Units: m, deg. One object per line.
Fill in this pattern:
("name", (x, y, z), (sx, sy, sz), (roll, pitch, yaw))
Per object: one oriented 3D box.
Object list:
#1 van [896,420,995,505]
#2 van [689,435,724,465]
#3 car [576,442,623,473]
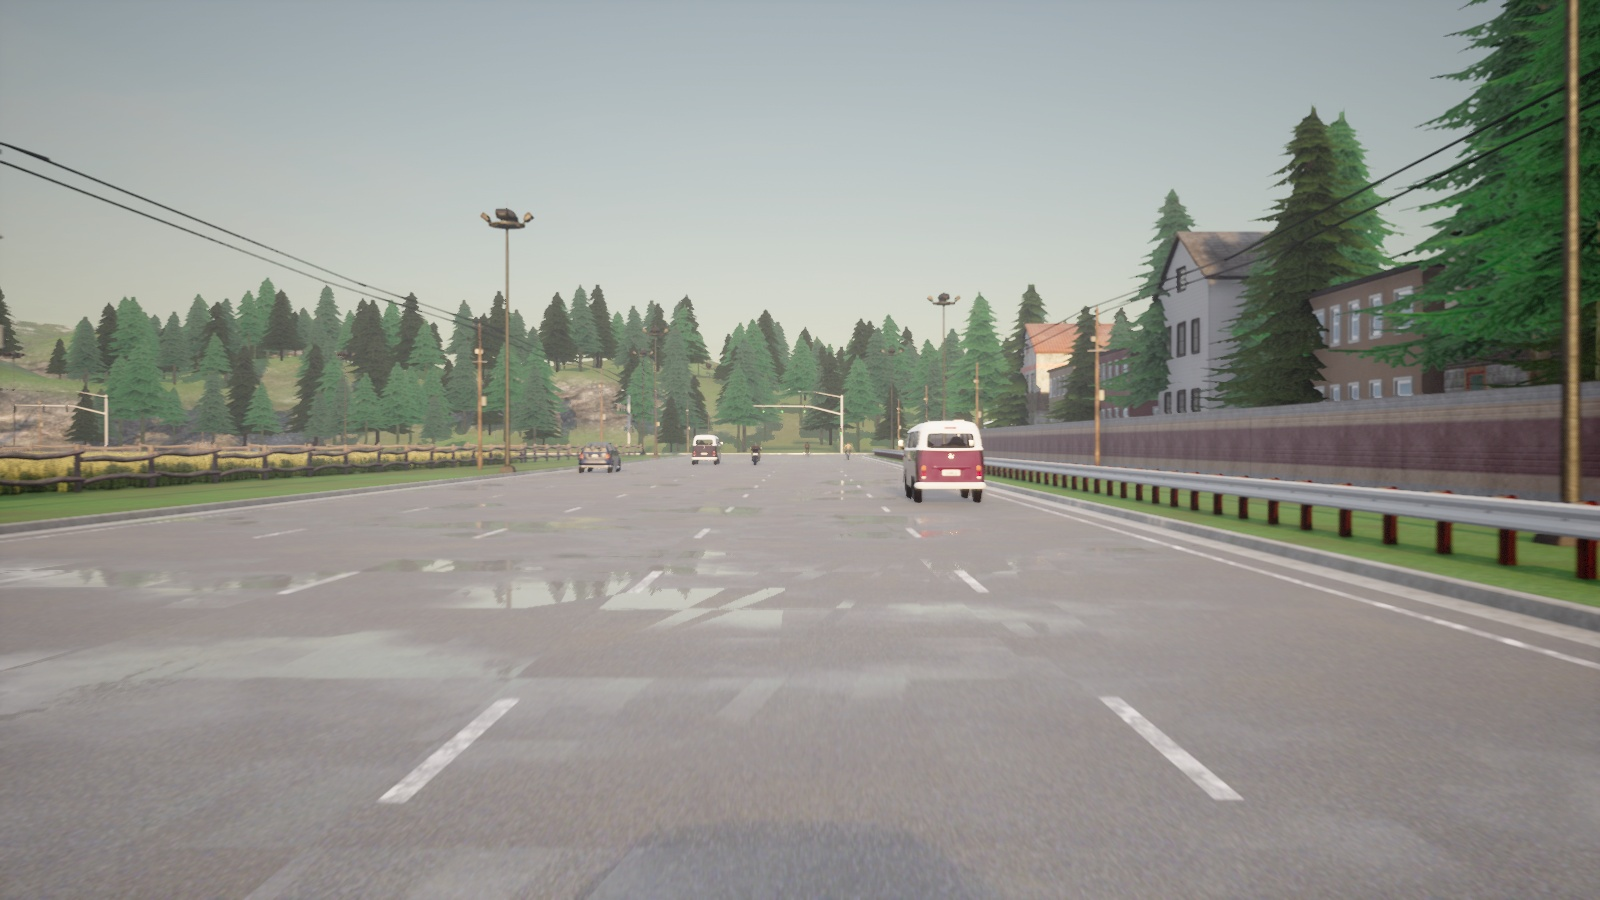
("van", (3.700, 0.291, 32.651), (2.069, 2.038, 4.480), (0, 0, 0))
("van", (-6.491, -0.022, 87.209), (2.069, 2.038, 4.480), (0, 0, 0))
("car", (-10.125, 0.362, 63.615), (1.789, 1.549, 3.705), (0, 0, 0))
